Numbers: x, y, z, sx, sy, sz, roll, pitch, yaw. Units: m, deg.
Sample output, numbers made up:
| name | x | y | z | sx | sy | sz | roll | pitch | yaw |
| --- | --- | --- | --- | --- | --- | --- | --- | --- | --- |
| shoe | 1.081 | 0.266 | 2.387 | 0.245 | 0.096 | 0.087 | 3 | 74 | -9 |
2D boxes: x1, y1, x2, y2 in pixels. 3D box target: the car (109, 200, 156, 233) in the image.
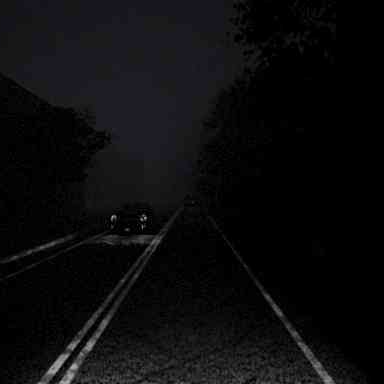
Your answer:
| name | x | y | z | sx | sy | sz | roll | pitch | yaw |
| --- | --- | --- | --- | --- | --- | --- | --- | --- | --- |
| car | -3.355 | 1.366 | 19.436 | 2.097 | 1.767 | 4.553 | 0 | 0 | 0 |

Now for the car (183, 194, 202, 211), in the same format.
| name | x | y | z | sx | sy | sz | roll | pitch | yaw |
| --- | --- | --- | --- | --- | --- | --- | --- | --- | --- |
| car | 0.106 | 1.329 | 42.066 | 2.150 | 2.045 | 5.566 | 0 | 0 | 0 |
